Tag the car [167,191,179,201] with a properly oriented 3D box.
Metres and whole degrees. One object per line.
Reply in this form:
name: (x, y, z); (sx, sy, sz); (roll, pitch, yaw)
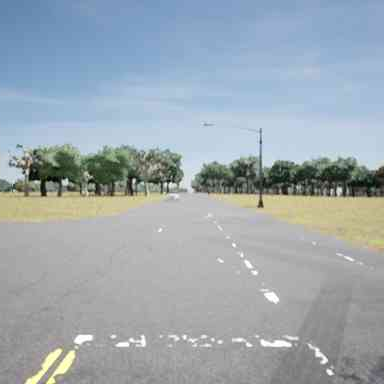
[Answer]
car: (-3.912, 0.775, 67.871); (2.150, 2.045, 5.566); (0, 1, 0)
